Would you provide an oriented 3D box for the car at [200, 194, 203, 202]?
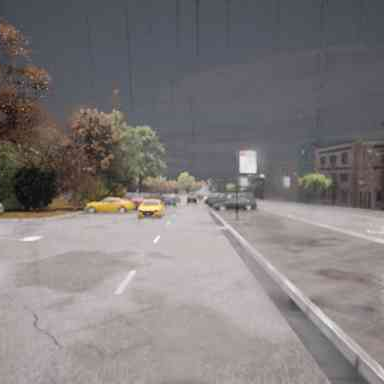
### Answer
[{"bbox_3d":[4.683,1.221,64.739,5.566,2.045,2.435,0,0,0],"label":"car"}]

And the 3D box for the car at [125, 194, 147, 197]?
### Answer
[{"bbox_3d":[-8.341,1.354,39.512,5.008,1.535,2.097,0,0,0],"label":"car"}]

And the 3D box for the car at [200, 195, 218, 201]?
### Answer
[{"bbox_3d":[4.658,1.698,92.766,5.008,1.535,2.097,0,-1,0],"label":"car"}]

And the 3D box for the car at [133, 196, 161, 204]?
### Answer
[{"bbox_3d":[-8.356,1.456,61.791,5.008,1.535,2.097,0,0,0],"label":"car"}]

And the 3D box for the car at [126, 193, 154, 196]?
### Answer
[{"bbox_3d":[-8.309,1.253,47.868,4.553,1.767,2.185,0,0,0],"label":"car"}]

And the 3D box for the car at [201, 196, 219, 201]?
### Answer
[{"bbox_3d":[4.694,1.678,87.160,4.792,1.488,2.163,0,-1,0],"label":"car"}]

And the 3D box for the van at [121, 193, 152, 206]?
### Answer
[{"bbox_3d":[-8.459,1.166,50.649,4.442,1.987,1.878,0,0,0],"label":"van"}]

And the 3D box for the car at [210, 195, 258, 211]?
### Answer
[{"bbox_3d":[4.751,1.354,36.709,4.892,1.521,2.231,0,0,0],"label":"car"}]

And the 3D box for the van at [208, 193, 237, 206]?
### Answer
[{"bbox_3d":[4.849,1.182,53.525,4.442,1.987,1.878,0,0,0],"label":"van"}]

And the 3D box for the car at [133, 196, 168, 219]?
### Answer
[{"bbox_3d":[-3.348,1.371,27.864,1.882,1.535,5.008,0,0,0],"label":"car"}]

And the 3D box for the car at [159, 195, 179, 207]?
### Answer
[{"bbox_3d":[-3.326,1.467,48.720,1.994,1.385,4.181,0,0,0],"label":"car"}]

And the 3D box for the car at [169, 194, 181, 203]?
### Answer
[{"bbox_3d":[-3.279,1.590,68.480,1.994,1.385,4.181,0,0,0],"label":"car"}]

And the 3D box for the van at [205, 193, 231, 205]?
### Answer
[{"bbox_3d":[4.607,1.214,59.132,4.442,1.987,1.878,0,0,0],"label":"van"}]

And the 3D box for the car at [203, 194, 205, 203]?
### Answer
[{"bbox_3d":[4.711,1.127,47.920,5.566,2.045,2.435,0,0,0],"label":"car"}]

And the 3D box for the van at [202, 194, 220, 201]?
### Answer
[{"bbox_3d":[4.787,1.397,84.359,4.442,1.987,1.878,0,-1,0],"label":"van"}]

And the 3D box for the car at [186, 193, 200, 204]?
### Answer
[{"bbox_3d":[-0.028,1.459,62.667,1.882,1.535,5.008,0,0,0],"label":"car"}]

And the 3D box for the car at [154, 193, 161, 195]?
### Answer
[{"bbox_3d":[-8.171,1.437,59.005,5.366,1.575,1.946,0,0,0],"label":"car"}]

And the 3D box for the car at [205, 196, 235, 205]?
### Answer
[{"bbox_3d":[4.734,1.425,56.328,4.892,1.521,2.231,0,0,0],"label":"car"}]

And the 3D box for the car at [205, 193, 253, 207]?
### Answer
[{"bbox_3d":[4.716,1.103,39.510,5.566,2.045,2.435,0,0,0],"label":"car"}]

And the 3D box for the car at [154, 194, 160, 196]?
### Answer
[{"bbox_3d":[-8.349,1.464,56.220,4.674,1.452,2.002,0,0,0],"label":"car"}]

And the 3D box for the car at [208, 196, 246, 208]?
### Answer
[{"bbox_3d":[4.736,1.367,45.114,4.892,1.521,2.231,0,0,0],"label":"car"}]

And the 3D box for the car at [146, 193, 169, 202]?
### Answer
[{"bbox_3d":[-8.374,1.344,81.163,5.566,2.045,2.435,0,-1,0],"label":"car"}]

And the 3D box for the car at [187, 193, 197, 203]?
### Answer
[{"bbox_3d":[-0.051,1.244,73.143,2.150,2.045,5.566,0,-1,0],"label":"car"}]

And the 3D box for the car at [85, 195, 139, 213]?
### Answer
[{"bbox_3d":[-8.330,1.355,33.944,5.008,1.535,2.097,0,0,0],"label":"car"}]

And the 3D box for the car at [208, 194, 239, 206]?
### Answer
[{"bbox_3d":[4.768,1.266,50.721,4.553,1.767,2.185,0,0,0],"label":"car"}]

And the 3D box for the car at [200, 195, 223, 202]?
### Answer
[{"bbox_3d":[4.497,1.569,78.750,5.366,1.575,1.946,0,-1,0],"label":"car"}]

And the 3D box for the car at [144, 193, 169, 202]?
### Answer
[{"bbox_3d":[-8.368,1.320,78.501,5.566,2.045,2.435,0,-1,0],"label":"car"}]
